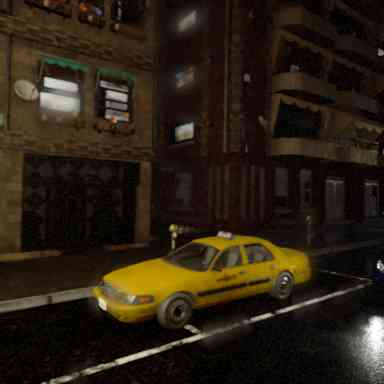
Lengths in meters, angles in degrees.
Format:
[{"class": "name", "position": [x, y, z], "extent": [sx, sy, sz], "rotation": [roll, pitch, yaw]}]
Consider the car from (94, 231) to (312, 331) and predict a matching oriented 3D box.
[{"class": "car", "position": [0.493, 1.538, 6.891], "extent": [4.829, 1.417, 1.752], "rotation": [0, 1, -35]}]

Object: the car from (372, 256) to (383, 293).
[{"class": "car", "position": [6.052, 1.552, 7.691], "extent": [4.674, 1.442, 1.812], "rotation": [0, 0, -35]}]
